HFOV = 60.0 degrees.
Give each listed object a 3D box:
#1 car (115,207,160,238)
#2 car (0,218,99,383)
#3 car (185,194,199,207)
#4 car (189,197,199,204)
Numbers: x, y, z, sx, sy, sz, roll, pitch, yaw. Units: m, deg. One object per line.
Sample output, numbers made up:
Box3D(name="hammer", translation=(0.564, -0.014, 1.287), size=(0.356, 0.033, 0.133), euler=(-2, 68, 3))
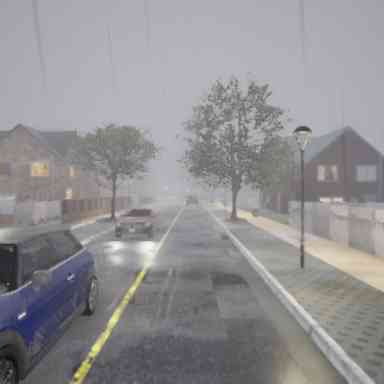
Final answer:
Box3D(name="car", translation=(-2.775, 1.540, 17.829), size=(1.812, 1.442, 4.674), euler=(0, 0, 1))
Box3D(name="car", translation=(-2.834, 1.354, 4.523), size=(2.097, 1.767, 4.553), euler=(0, 0, 0))
Box3D(name="car", translation=(0.055, 1.441, 57.609), size=(2.150, 2.045, 5.566), euler=(0, 0, 1))
Box3D(name="car", translation=(0.424, 1.696, 68.012), size=(1.837, 1.490, 4.892), euler=(0, -1, 4))
